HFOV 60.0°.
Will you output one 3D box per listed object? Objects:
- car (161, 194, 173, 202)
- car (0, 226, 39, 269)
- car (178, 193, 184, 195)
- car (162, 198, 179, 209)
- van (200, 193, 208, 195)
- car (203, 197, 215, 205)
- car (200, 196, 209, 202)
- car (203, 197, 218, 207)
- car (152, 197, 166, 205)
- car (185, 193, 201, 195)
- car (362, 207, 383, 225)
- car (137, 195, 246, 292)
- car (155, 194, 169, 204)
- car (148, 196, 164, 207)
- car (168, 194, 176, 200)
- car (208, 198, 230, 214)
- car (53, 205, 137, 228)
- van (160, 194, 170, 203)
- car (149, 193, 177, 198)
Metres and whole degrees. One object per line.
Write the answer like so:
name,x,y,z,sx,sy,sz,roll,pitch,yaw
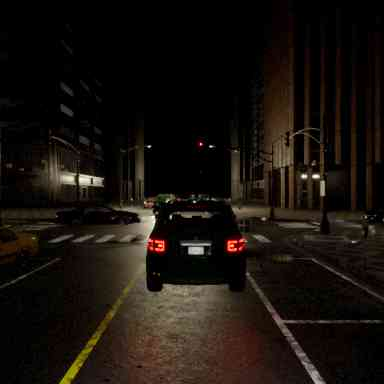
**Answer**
car,-5.606,1.341,74.843,2.192,1.841,5.009,0,0,0
car,-5.743,1.526,8.632,1.752,1.417,4.829,0,0,0
car,-2.913,1.366,56.369,2.097,1.767,4.553,0,0,1
car,-2.935,1.573,46.491,1.994,1.385,4.181,0,0,1
van,2.907,1.362,69.232,1.690,1.788,3.998,0,0,0
car,2.884,1.580,58.014,1.947,1.339,4.313,0,0,0
car,2.930,1.597,80.450,1.947,1.339,4.313,0,0,0
car,2.872,1.562,52.405,2.008,1.369,4.403,0,0,0
car,-5.641,1.565,58.014,2.008,1.369,4.403,0,0,0
car,0.136,1.511,65.844,2.128,1.511,4.902,0,0,0
car,14.853,1.568,23.832,4.892,1.490,1.837,0,0,0
car,0.098,1.222,9.086,2.150,2.045,5.566,0,0,0
car,-5.629,1.333,63.624,2.192,1.841,5.009,0,0,0
car,-5.653,1.452,52.405,1.967,1.590,4.097,0,0,0
car,-5.572,1.482,91.671,1.967,1.590,4.097,0,0,0
car,2.838,1.446,35.579,1.967,1.590,4.097,0,0,0
car,-6.173,1.534,21.779,5.357,1.411,2.033,0,0,-19
van,-5.618,1.363,69.232,1.690,1.788,3.998,0,0,0
car,-2.996,1.228,36.619,2.150,2.045,5.566,0,0,0
